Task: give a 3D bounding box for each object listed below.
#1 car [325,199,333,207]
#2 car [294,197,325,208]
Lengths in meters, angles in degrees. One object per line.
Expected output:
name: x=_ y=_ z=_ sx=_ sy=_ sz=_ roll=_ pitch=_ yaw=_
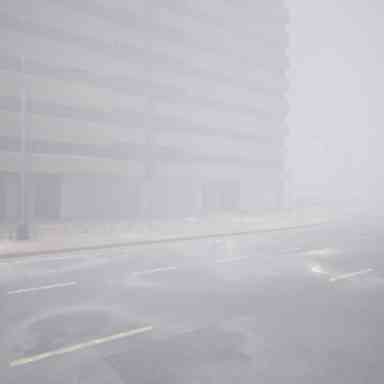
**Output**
car: x=20.732 y=1.618 z=53.956 sx=1.837 sy=1.490 sz=4.892 roll=0 pitch=-1 yaw=-16
car: x=17.799 y=1.581 z=51.398 sx=1.882 sy=1.535 sz=5.008 roll=0 pitch=-1 yaw=-14
